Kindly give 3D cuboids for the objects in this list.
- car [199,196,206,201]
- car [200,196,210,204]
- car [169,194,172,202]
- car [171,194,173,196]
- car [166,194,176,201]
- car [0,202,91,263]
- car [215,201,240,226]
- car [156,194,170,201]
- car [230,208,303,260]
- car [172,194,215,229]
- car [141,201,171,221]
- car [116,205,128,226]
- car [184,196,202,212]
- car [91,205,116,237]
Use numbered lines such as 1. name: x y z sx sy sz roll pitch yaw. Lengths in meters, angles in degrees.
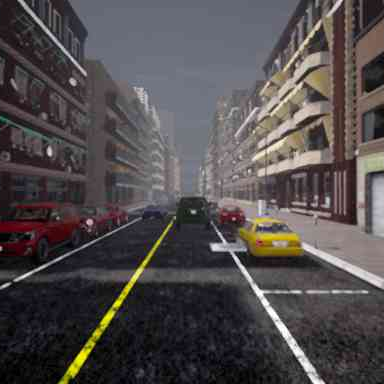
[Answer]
1. car: 2.639 1.728 85.530 1.802 1.307 4.206 0 0 0
2. car: 2.650 1.644 68.791 1.752 1.417 4.829 0 0 0
3. car: -5.731 1.669 68.621 2.008 1.369 4.403 0 0 0
4. car: -5.738 1.681 79.893 1.887 1.381 4.507 0 0 0
5. car: -5.744 1.469 91.167 2.192 1.841 5.009 0 0 0
6. car: -5.696 1.337 12.259 2.192 1.841 5.009 0 0 0
7. car: 2.676 1.587 23.532 1.887 1.381 4.507 0 0 0
8. car: -5.728 1.660 62.984 2.008 1.369 4.403 0 0 0
9. car: 2.683 1.548 12.430 1.752 1.417 4.829 0 0 0
10. car: 0.084 1.263 22.032 2.150 2.045 5.566 0 0 0
11. car: -3.018 1.650 27.486 1.895 1.301 4.718 0 0 0
12. car: -5.704 1.587 23.532 1.887 1.381 4.507 0 0 0
13. car: 0.073 1.424 40.843 2.097 1.767 4.553 0 0 0
14. car: -5.700 1.472 17.894 1.967 1.590 4.097 0 0 0
